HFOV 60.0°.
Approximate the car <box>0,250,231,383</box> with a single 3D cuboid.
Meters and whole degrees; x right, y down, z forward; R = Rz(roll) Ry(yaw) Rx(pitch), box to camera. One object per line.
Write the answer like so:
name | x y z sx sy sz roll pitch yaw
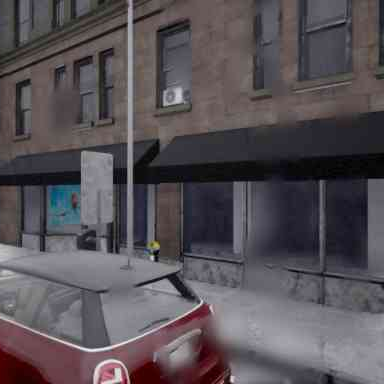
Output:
car | -1.679 1.440 4.011 4.097 1.590 1.967 0 0 36
